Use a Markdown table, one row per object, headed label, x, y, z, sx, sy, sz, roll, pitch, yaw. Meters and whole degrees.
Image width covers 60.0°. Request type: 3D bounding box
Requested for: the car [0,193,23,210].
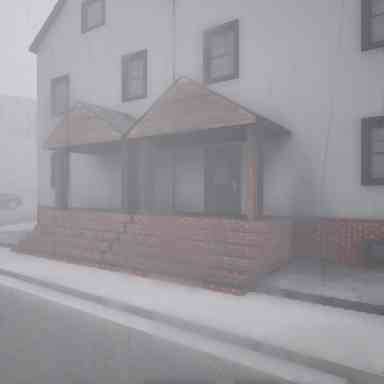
| label | x | y | z | sx | sy | sz | roll | pitch | yaw |
| --- | --- | --- | --- | --- | --- | --- | --- | --- | --- |
| car | -16.157 | 0.891 | 26.523 | 1.837 | 1.490 | 4.892 | 0 | 7 | 35 |
